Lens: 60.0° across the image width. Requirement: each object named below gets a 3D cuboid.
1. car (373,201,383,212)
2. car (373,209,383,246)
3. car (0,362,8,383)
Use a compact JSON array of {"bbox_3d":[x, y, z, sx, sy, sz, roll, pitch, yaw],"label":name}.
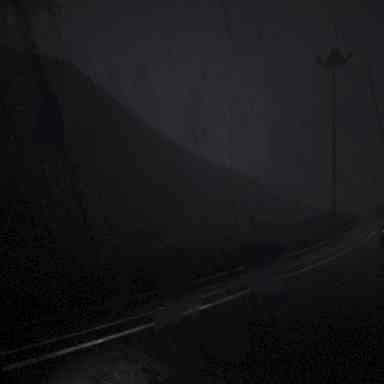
[{"bbox_3d":[19.972,1.720,34.322,1.837,1.490,4.892,0,0,22],"label":"car"},{"bbox_3d":[9.824,1.646,15.165,2.033,1.411,5.357,0,0,36],"label":"car"},{"bbox_3d":[-3.444,1.500,1.327,4.892,1.490,1.837,0,0,-33],"label":"car"}]
